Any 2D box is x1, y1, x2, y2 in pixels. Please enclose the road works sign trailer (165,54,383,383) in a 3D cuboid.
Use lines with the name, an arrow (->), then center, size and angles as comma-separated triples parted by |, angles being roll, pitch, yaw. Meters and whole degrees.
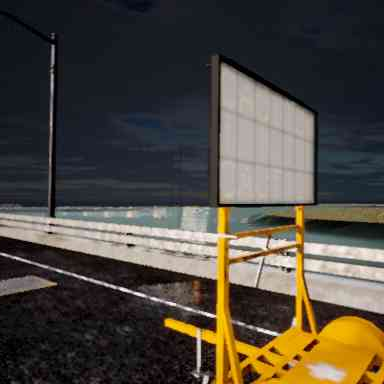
road works sign trailer -> 0.752, 0.560, 3.880 | 2.880, 3.560, 2.380 | 0, -2, 40
